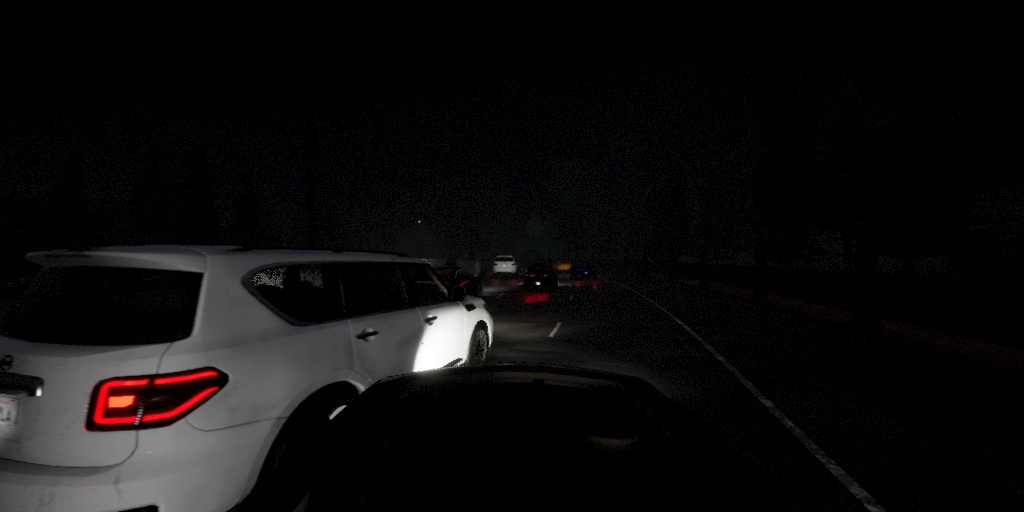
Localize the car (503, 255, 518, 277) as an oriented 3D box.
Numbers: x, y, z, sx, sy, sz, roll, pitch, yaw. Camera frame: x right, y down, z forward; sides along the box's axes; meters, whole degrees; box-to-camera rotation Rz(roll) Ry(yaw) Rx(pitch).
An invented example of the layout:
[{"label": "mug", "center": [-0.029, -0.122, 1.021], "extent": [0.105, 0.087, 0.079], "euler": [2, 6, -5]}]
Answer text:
[{"label": "car", "center": [-0.632, 0.966, 35.212], "extent": [2.150, 2.045, 5.566], "euler": [0, 0, 1]}]

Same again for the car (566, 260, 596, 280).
[{"label": "car", "center": [6.173, 1.227, 31.656], "extent": [1.882, 1.535, 5.008], "euler": [0, 0, 3]}]

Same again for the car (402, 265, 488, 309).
[{"label": "car", "center": [-2.755, 1.241, 16.160], "extent": [2.128, 1.511, 4.902], "euler": [0, 0, 11]}]

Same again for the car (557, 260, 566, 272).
[{"label": "car", "center": [6.088, 1.226, 43.804], "extent": [1.882, 1.535, 5.008], "euler": [0, 0, -3]}]

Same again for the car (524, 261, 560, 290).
[{"label": "car", "center": [1.831, 1.255, 22.322], "extent": [1.837, 1.490, 4.892], "euler": [0, 0, 9]}]

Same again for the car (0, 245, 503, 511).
[{"label": "car", "center": [-2.015, 0.964, 4.503], "extent": [2.150, 2.045, 5.566], "euler": [0, -1, 16]}]
